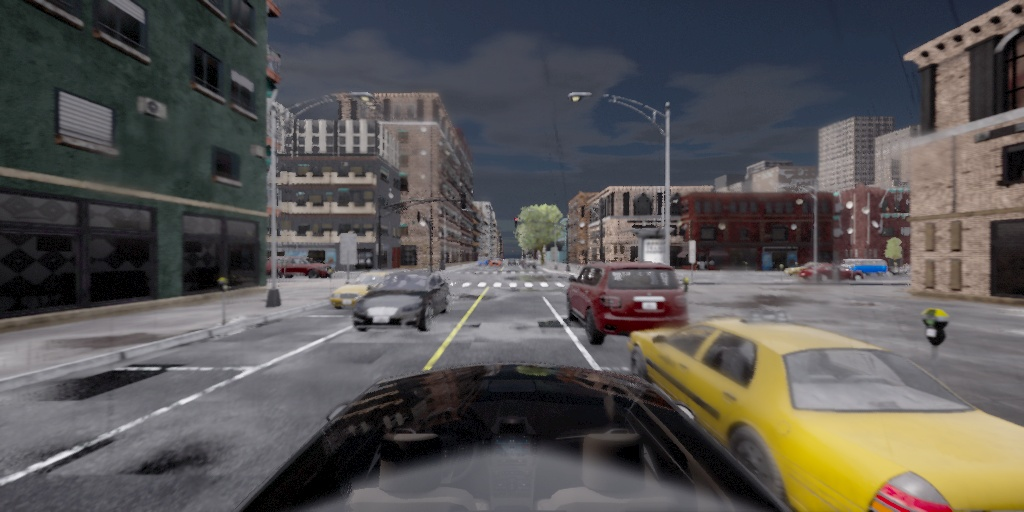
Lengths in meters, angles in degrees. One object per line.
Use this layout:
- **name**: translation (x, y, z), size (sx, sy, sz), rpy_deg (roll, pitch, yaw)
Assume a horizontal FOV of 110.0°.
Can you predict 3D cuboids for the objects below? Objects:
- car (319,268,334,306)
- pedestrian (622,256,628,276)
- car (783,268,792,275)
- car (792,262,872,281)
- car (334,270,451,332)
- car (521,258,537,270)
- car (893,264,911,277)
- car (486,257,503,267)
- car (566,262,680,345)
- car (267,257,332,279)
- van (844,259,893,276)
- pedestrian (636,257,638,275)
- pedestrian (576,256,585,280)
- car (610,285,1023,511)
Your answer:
- **car**: translation (-5.690, 1.260, 14.785), size (1.751, 1.417, 4.829), rpy_deg (0, 0, 0)
- **pedestrian**: translation (7.136, 0.905, 22.757), size (0.375, 1.860, 0.375), rpy_deg (0, 0, 0)
- **car**: translation (31.444, 1.379, 37.908), size (4.829, 1.417, 1.751), rpy_deg (0, 0, 0)
- **car**: translation (26.150, 1.385, 29.439), size (4.507, 1.381, 1.888), rpy_deg (0, 0, 0)
- **car**: translation (-3.080, 1.230, 10.918), size (2.128, 1.511, 4.902), rpy_deg (0, 0, 0)
- **car**: translation (2.695, 1.267, 52.904), size (2.007, 1.370, 4.403), rpy_deg (0, 0, 0)
- **car**: translation (42.666, 1.459, 37.987), size (4.403, 1.370, 2.007), rpy_deg (0, 0, 0)
- **car**: translation (-3.014, 1.075, 65.380), size (2.097, 1.767, 4.553), rpy_deg (0, 0, 1)
- **car**: translation (2.691, 1.055, 9.414), size (2.192, 1.841, 5.009), rpy_deg (0, 0, 0)
- **car**: translation (-17.274, 0.981, 29.187), size (5.009, 1.841, 2.192), rpy_deg (0, 0, 0)
- **van**: translation (37.140, 1.222, 37.949), size (3.998, 1.789, 1.690), rpy_deg (0, 0, 0)
- **pedestrian**: translation (8.137, 0.973, 23.357), size (0.375, 1.860, 0.375), rpy_deg (0, 0, 0)
- **pedestrian**: translation (4.669, 0.861, 23.958), size (0.375, 1.860, 0.375), rpy_deg (0, 0, 0)
- **car**: translation (2.690, 1.273, 4.044), size (1.751, 1.417, 4.829), rpy_deg (0, 0, 0)
